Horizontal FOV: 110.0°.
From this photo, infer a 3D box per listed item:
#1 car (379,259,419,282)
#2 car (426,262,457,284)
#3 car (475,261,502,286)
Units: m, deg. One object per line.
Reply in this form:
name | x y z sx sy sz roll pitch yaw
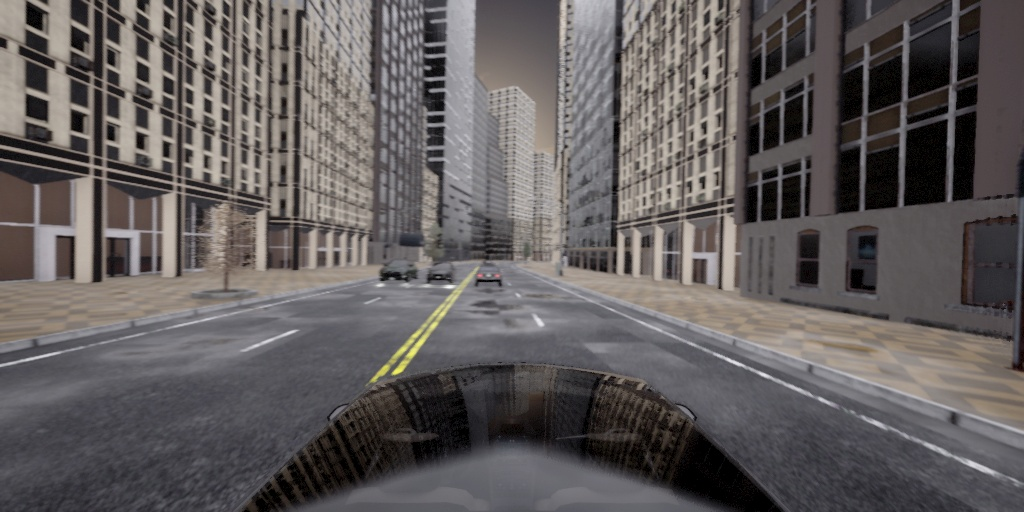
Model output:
car | -8.493 1.002 27.208 2.097 1.767 4.553 1 0 -4
car | -5.220 1.218 26.940 1.837 1.490 4.892 1 0 -4
car | -1.679 1.325 25.654 2.033 1.411 5.357 1 0 -4
